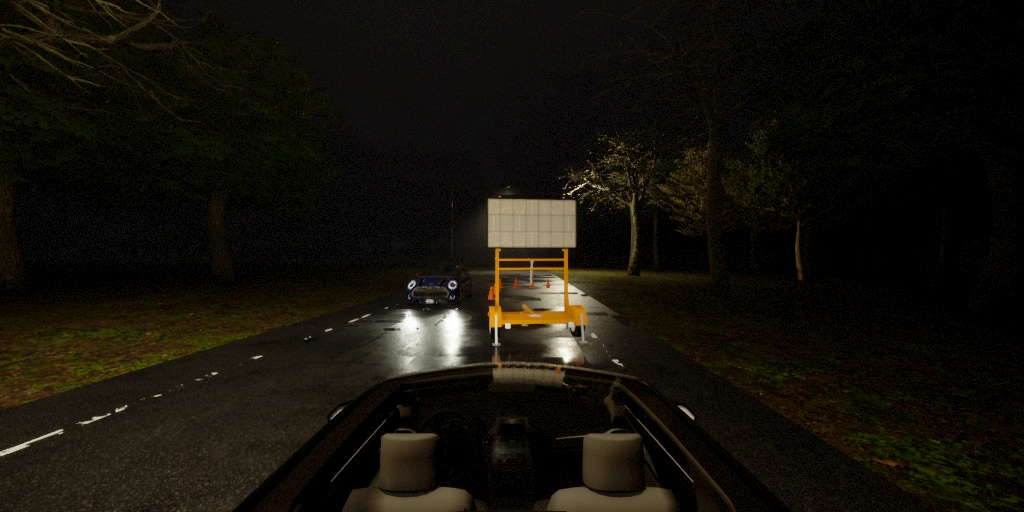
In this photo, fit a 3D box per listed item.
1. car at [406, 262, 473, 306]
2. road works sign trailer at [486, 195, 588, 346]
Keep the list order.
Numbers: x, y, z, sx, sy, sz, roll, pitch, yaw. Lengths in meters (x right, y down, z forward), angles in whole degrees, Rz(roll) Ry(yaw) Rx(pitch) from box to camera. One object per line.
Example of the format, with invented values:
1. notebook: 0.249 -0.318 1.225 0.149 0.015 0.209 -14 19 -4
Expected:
1. car: -2.987 1.099 15.578 2.097 1.767 4.553 0 0 2
2. road works sign trailer: 0.505 0.212 9.513 2.380 3.560 2.880 0 0 -6
